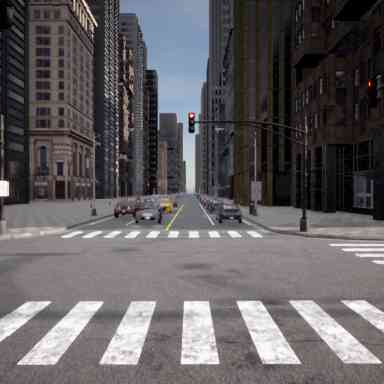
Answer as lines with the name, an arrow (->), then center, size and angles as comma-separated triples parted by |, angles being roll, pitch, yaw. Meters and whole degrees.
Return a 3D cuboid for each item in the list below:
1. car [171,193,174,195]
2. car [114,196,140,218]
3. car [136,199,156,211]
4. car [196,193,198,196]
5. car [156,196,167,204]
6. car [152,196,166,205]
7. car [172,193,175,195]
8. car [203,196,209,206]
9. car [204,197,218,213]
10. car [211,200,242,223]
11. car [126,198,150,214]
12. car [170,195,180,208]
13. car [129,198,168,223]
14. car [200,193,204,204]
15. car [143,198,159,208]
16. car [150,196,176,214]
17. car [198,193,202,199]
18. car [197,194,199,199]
car -> -5.816, 1.590, 75.871 | 1.947, 1.339, 4.313 | 0, 0, 0
car -> -5.786, 1.317, 30.746 | 2.192, 1.841, 5.009 | 0, 0, 0
car -> -5.793, 1.571, 42.028 | 1.947, 1.339, 4.313 | 0, 0, 0
car -> 2.701, 1.561, 87.337 | 1.752, 1.417, 4.829 | 0, 0, 0
car -> -5.809, 1.541, 64.420 | 1.752, 1.417, 4.829 | 0, 0, 0
car -> -5.805, 1.452, 58.949 | 1.967, 1.590, 4.097 | 0, 0, 0
car -> -5.820, 1.555, 81.342 | 1.752, 1.417, 4.829 | 0, 0, 0
car -> 2.732, 1.550, 42.042 | 1.887, 1.381, 4.507 | 0, 0, 0
car -> 2.736, 1.554, 36.402 | 2.008, 1.369, 4.403 | 0, 0, 0
car -> 2.743, 1.552, 25.120 | 2.008, 1.369, 4.403 | 0, 0, 0
car -> -5.790, 1.444, 36.387 | 1.967, 1.590, 4.097 | 0, 0, 0
car -> -3.113, 1.514, 48.971 | 1.837, 1.490, 4.892 | 0, -1, 0
car -> -3.169, 1.493, 25.188 | 2.128, 1.511, 4.902 | 0, 0, -3
car -> 2.724, 1.449, 53.323 | 1.967, 1.590, 4.097 | 0, 0, 0
car -> -5.797, 1.589, 47.668 | 1.802, 1.307, 4.206 | 0, 0, 0
car -> -3.124, 1.481, 36.270 | 1.882, 1.535, 5.008 | 0, 0, 0
car -> 2.716, 1.456, 64.604 | 1.967, 1.590, 4.097 | 0, 0, 0
car -> 2.709, 1.569, 75.885 | 1.887, 1.381, 4.507 | 0, 0, 0
